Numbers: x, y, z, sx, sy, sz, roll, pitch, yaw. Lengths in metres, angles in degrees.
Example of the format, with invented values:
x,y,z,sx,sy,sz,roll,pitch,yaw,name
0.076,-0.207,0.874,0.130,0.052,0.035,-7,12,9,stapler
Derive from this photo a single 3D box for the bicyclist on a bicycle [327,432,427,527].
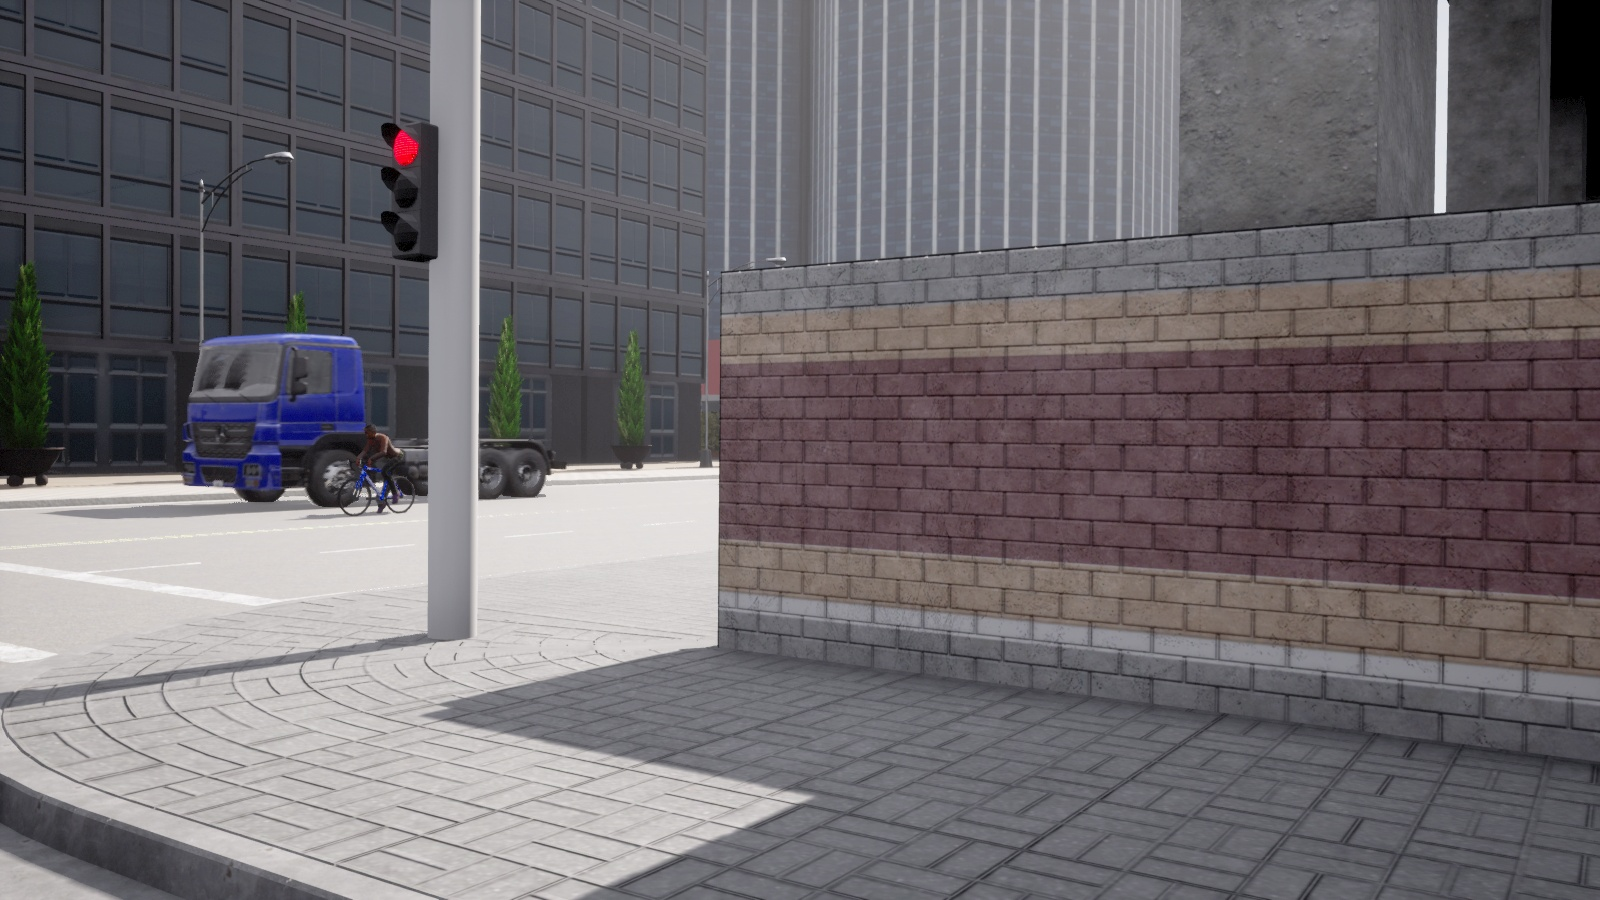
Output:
x,y,z,sx,sy,sz,roll,pitch,yaw,name
-7.542,0.501,22.464,0.582,1.620,1.656,0,1,34,bicyclist on a bicycle

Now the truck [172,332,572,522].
x,y,z,sx,sy,sz,roll,pitch,yaw,name
-8.772,-0.483,26.919,2.891,3.462,7.936,0,1,34,truck
